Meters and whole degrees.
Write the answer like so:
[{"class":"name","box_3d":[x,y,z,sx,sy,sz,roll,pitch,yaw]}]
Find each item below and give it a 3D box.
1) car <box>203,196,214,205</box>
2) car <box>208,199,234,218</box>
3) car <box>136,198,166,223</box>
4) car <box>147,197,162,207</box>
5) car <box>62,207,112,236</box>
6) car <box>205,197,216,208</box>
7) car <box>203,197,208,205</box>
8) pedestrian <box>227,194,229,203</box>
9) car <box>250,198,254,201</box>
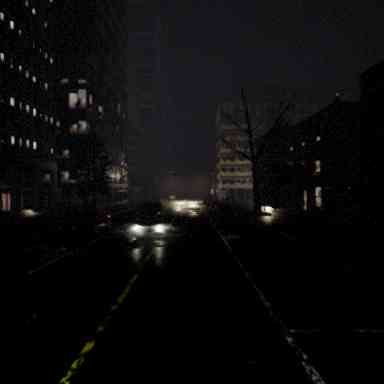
[{"class":"car","box_3d":[2.826,1.502,58.021,1.752,1.417,4.829,-1,0,0]},{"class":"car","box_3d":[2.722,1.569,29.629,1.802,1.307,4.206,-1,0,0]},{"class":"car","box_3d":[-3.091,1.465,25.578,1.882,1.535,5.008,0,0,0]},{"class":"car","box_3d":[-5.814,1.522,52.267,1.887,1.381,4.507,-1,0,0]},{"class":"car","box_3d":[-5.696,1.536,18.402,1.887,1.381,4.507,-1,0,0]},{"class":"car","box_3d":[2.758,1.529,35.273,1.887,1.381,4.507,-1,0,0]},{"class":"car","box_3d":[2.823,1.531,46.562,2.008,1.369,4.403,-1,0,0]},{"class":"pedestrian","box_3d":[7.157,1.283,66.173,0.375,1.860,0.375,-1,1,0]},{"class":"car","box_3d":[16.341,1.603,80.980,4.403,1.369,2.008,0,0,1]}]
